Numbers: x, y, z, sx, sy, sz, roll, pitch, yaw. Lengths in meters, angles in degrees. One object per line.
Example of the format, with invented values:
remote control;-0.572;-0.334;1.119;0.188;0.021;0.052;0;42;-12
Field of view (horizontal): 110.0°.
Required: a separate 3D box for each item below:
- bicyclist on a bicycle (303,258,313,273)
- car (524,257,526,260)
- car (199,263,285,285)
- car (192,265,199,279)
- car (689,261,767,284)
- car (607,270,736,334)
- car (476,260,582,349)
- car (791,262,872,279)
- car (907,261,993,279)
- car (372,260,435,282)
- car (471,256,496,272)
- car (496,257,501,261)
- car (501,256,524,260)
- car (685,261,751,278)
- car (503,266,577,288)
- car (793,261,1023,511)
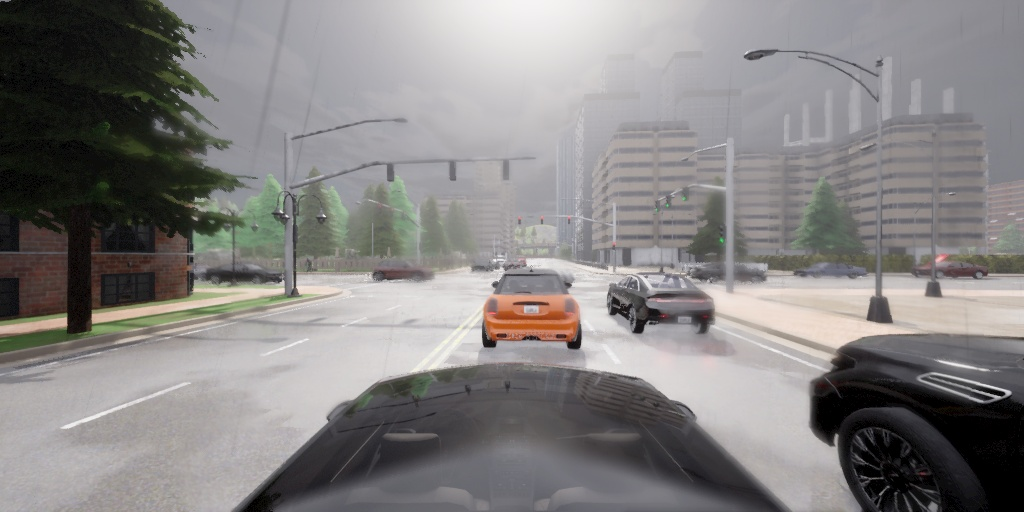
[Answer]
bicyclist on a bicycle;-22.758;1.051;40.054;0.582;1.620;1.656;0;0;4
car;0.781;1.314;58.652;1.994;1.385;4.181;0;0;5
car;-18.669;1.228;25.243;5.008;1.535;1.882;0;0;4
car;-25.670;1.351;29.266;4.718;1.301;1.895;0;0;4
car;15.863;1.255;26.260;4.892;1.490;1.837;0;0;4
car;4.092;1.241;10.596;2.128;1.511;4.902;0;0;4
car;0.517;1.102;9.368;2.097;1.767;4.553;0;0;3
car;28.850;1.297;32.544;5.357;1.411;2.033;0;0;4
car;38.753;1.228;31.822;5.008;1.535;1.882;0;0;4
car;-8.412;1.101;28.009;4.553;1.767;2.097;0;0;4
car;-3.759;1.102;45.884;2.097;1.767;4.553;0;0;6
car;-3.024;1.241;54.804;2.128;1.511;4.902;0;0;4
car;0.135;1.102;50.056;2.097;1.767;4.553;0;0;4
car;19.002;1.241;33.254;4.902;1.511;2.128;0;0;4
car;1.828;1.351;23.762;4.718;1.301;1.895;0;0;4
car;3.708;0.971;0.759;2.150;2.045;5.566;0;0;0
